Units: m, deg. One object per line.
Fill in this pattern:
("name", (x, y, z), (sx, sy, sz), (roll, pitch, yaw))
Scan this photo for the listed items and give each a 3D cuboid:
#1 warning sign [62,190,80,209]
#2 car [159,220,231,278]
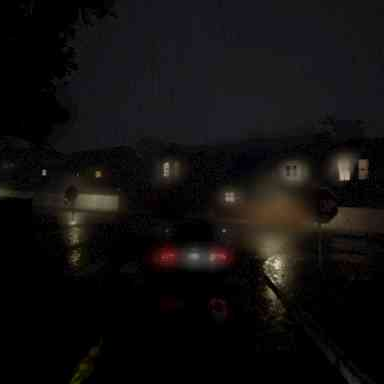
("warning sign", (-12.300, 0.699, 33.716), (1.060, 1.860, 1.300), (-1, 1, 32))
("car", (0.134, 1.551, 10.131), (2.033, 1.411, 5.357), (0, 0, 2))
